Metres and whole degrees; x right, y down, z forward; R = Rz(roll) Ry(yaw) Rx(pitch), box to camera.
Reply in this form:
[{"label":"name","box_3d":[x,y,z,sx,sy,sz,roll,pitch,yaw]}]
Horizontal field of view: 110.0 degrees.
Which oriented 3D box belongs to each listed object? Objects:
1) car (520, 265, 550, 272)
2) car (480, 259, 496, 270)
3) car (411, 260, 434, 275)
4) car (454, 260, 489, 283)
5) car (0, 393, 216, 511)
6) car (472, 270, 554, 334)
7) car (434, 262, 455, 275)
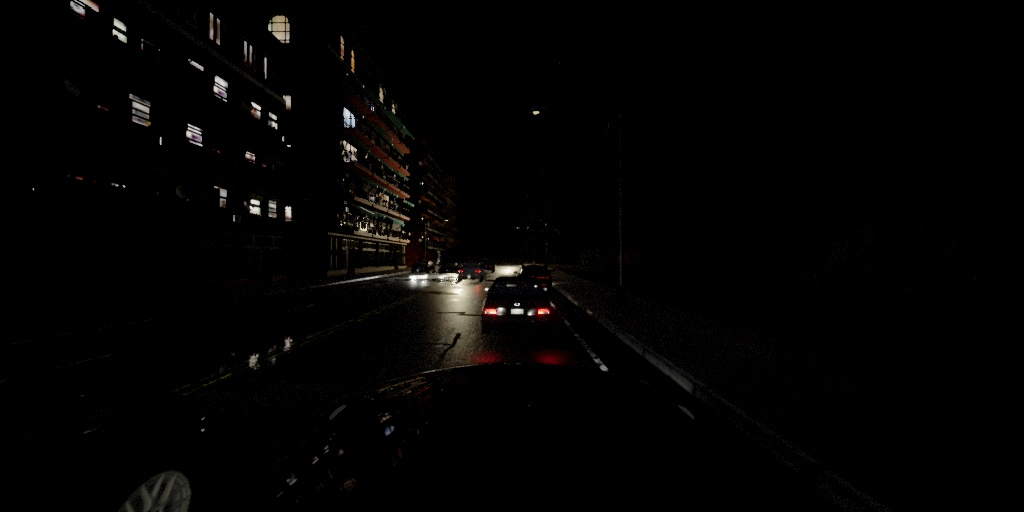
[{"label":"car","box_3d":[1.177,1.257,20.283,1.837,1.490,4.892,0,0,0]},{"label":"car","box_3d":[-3.056,1.299,44.523,2.033,1.411,5.357,0,0,0]},{"label":"car","box_3d":[-9.768,1.243,39.697,2.128,1.511,4.902,0,0,0]},{"label":"car","box_3d":[-3.095,1.278,28.230,1.812,1.442,4.674,0,0,0]},{"label":"car","box_3d":[-3.156,1.227,0.609,1.882,1.535,5.008,0,0,0]},{"label":"car","box_3d":[0.120,1.299,10.595,2.033,1.411,5.357,0,0,0]},{"label":"car","box_3d":[-6.523,1.315,38.044,1.994,1.385,4.181,0,0,0]}]
